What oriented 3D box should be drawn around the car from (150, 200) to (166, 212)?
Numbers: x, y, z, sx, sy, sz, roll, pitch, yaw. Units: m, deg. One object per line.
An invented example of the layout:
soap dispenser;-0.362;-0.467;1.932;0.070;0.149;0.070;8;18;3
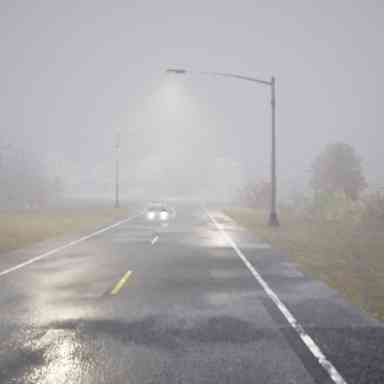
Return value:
car;-4.053;1.624;39.746;1.895;1.301;4.718;0;0;-5
